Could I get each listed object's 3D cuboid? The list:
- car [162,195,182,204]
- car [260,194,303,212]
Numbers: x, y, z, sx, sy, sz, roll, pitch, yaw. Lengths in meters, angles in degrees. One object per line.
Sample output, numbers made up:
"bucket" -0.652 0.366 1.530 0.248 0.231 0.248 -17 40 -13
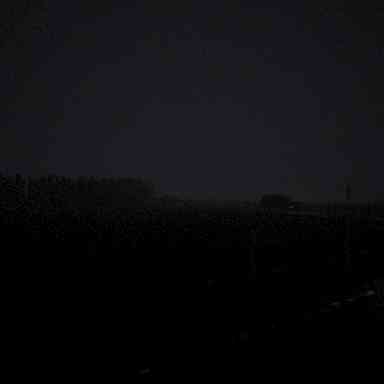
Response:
"car" -3.751 1.372 61.986 2.097 1.767 4.553 0 0 -35
"car" 10.968 1.300 41.081 2.150 2.045 5.566 0 0 -35
